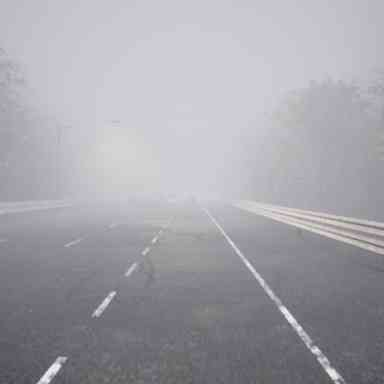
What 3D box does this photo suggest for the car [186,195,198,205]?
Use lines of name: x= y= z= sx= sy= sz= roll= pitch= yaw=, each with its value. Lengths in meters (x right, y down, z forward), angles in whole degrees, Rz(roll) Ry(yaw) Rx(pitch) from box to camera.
car: x=-0.020 y=1.410 z=61.161 sx=2.097 sy=1.767 sz=4.553 roll=0 pitch=0 yaw=0

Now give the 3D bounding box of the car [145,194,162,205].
car: x=-7.020 y=1.571 z=61.189 sx=1.812 sy=1.442 sz=4.674 roll=0 pitch=0 yaw=0

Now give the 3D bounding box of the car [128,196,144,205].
car: x=-10.520 y=1.550 z=60.772 sx=1.837 sy=1.490 sz=4.892 roll=0 pitch=0 yaw=0

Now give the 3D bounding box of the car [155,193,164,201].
car: x=-7.023 y=1.194 z=72.591 sx=2.150 sy=2.045 sz=5.566 roll=0 pitch=0 yaw=0

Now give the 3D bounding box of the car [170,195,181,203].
car: x=-3.523 y=1.498 z=72.677 sx=2.128 sy=1.511 sz=4.902 roll=0 pitch=0 yaw=0

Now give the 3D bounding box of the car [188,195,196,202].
car: x=-0.023 y=1.475 z=72.718 sx=1.837 sy=1.490 sz=4.892 roll=0 pitch=0 yaw=0

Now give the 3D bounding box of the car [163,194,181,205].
car: x=-3.519 y=1.290 z=60.804 sx=2.150 sy=2.045 sz=5.566 roll=0 pitch=0 yaw=0
